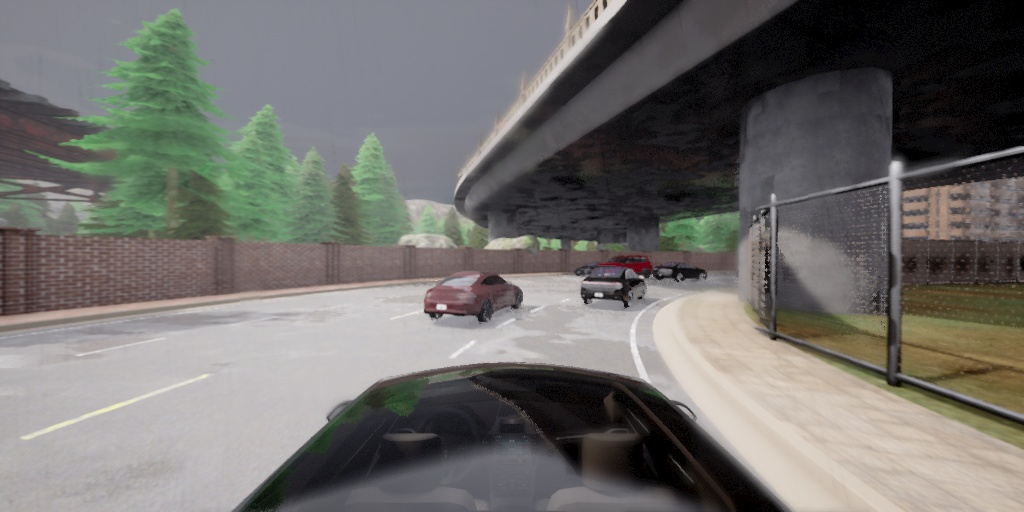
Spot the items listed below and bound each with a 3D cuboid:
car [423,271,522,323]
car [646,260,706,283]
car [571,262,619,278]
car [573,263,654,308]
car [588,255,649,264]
[{"bbox_3d":[-1.124,1.226,11.929,1.812,1.442,4.674,0,0,20],"label":"car"},{"bbox_3d":[13.355,1.252,28.406,4.902,1.511,2.128,0,0,-30],"label":"car"},{"bbox_3d":[7.721,1.257,33.281,4.181,1.385,1.994,0,0,-32],"label":"car"},{"bbox_3d":[4.438,1.226,15.333,2.128,1.511,4.902,0,0,30],"label":"car"},{"bbox_3d":[9.470,0.940,30.429,5.566,2.045,2.150,0,0,-32],"label":"car"}]
